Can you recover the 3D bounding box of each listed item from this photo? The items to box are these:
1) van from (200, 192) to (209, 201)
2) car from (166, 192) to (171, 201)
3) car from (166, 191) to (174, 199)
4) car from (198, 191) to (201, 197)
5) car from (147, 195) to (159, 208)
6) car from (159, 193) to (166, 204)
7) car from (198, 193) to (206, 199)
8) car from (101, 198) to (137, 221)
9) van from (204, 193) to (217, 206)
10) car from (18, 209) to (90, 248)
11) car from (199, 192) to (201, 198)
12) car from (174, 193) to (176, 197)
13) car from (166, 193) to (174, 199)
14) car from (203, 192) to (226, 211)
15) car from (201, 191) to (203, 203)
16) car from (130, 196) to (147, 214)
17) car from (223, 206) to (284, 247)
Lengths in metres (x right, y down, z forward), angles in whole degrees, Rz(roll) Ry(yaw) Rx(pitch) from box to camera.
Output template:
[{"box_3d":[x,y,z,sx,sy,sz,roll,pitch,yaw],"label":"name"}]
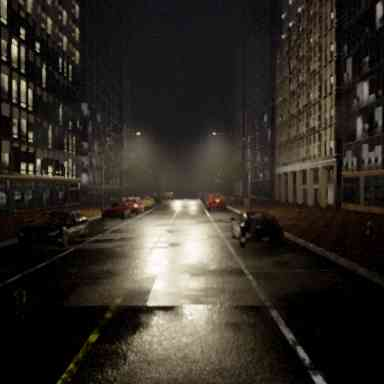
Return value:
[{"box_3d":[2.650,0.883,71.052,1.690,1.788,3.998,-1,0,0],"label":"van"},{"box_3d":[-5.726,1.129,65.367,2.008,1.369,4.403,-1,0,0],"label":"car"},{"box_3d":[-5.732,0.944,76.733,1.967,1.590,4.097,-1,0,0],"label":"car"},{"box_3d":[2.653,1.019,65.370,1.967,1.590,4.097,-1,0,0],"label":"car"},{"box_3d":[-5.716,1.253,42.463,1.752,1.417,4.829,-1,0,0],"label":"car"},{"box_3d":[-5.721,1.219,54.000,1.947,1.339,4.313,-1,0,0],"label":"car"},{"box_3d":[2.645,0.980,88.105,2.008,1.369,4.403,-1,0,0],"label":"car"},{"box_3d":[-5.708,1.418,25.582,1.802,1.307,4.206,-1,0,0],"label":"car"},{"box_3d":[2.660,1.031,48.318,1.690,1.788,3.998,-1,0,0],"label":"van"},{"box_3d":[-5.703,1.459,14.214,2.008,1.369,4.403,-1,0,0],"label":"car"},{"box_3d":[2.659,1.093,54.003,1.967,1.590,4.097,-1,0,0],"label":"car"},{"box_3d":[-5.736,0.781,82.416,2.192,1.841,5.009,-1,0,0],"label":"car"},{"box_3d":[-5.736,1.010,88.101,1.802,1.307,4.206,-1,0,0],"label":"car"},{"box_3d":[2.665,1.079,36.951,2.192,1.841,5.009,-1,0,0],"label":"car"},{"box_3d":[2.662,1.042,42.635,2.192,1.841,5.009,-1,0,0],"label":"car"},{"box_3d":[-5.712,1.240,31.264,1.967,1.590,4.097,-1,0,0],"label":"car"},{"box_3d":[2.677,1.460,14.218,2.008,1.369,4.403,-1,0,0],"label":"car"}]
